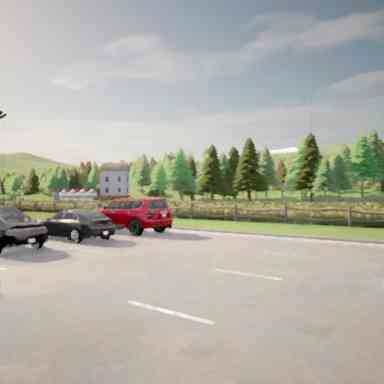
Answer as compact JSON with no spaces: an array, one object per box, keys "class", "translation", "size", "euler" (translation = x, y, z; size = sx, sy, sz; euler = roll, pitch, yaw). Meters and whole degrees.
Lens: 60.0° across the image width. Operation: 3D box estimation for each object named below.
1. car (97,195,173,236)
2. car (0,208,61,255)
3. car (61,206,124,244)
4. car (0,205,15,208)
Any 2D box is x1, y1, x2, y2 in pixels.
[{"class":"car","translation":[-3.681,1.348,19.399],"size":[5.566,2.045,2.150],"euler":[0,0,36]},{"class":"car","translation":[-7.968,1.627,13.861],"size":[4.902,1.511,2.128],"euler":[-1,0,36]},{"class":"car","translation":[-5.938,1.642,16.712],"size":[4.892,1.490,1.837],"euler":[0,0,36]},{"class":"car","translation":[-16.134,1.838,28.289],"size":[4.181,1.385,1.994],"euler":[-1,0,36]}]
